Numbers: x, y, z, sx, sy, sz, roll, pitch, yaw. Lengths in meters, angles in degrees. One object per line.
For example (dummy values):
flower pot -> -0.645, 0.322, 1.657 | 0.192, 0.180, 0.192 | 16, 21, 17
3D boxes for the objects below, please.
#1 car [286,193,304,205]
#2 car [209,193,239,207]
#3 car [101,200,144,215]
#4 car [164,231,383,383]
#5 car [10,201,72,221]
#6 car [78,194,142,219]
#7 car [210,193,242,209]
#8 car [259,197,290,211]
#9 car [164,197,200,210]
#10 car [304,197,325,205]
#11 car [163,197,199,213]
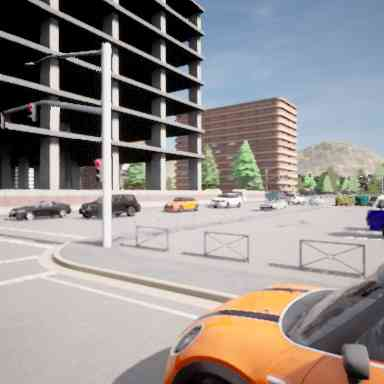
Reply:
car -> 17.978, 1.199, 57.979 | 2.150, 2.045, 5.566 | 0, 0, 35
car -> 5.018, 1.211, 52.047 | 2.150, 2.045, 5.566 | 0, 0, 36
car -> -7.244, 1.554, 34.819 | 1.994, 1.385, 4.181 | 0, 0, 35
car -> 1.937, 1.351, 2.611 | 4.553, 1.767, 2.097 | 0, 0, 36
car -> -12.400, 1.481, 27.555 | 2.128, 1.511, 4.902 | 0, 0, 36
car -> -7.091, 1.205, 28.976 | 2.150, 2.045, 5.566 | 0, 0, 35
car -> 4.894, 1.205, 45.865 | 2.150, 2.045, 5.566 | 0, 0, 36
car -> 9.938, 1.572, 40.564 | 1.895, 1.301, 4.718 | 0, 0, 35
car -> -1.204, 1.481, 43.334 | 2.128, 1.511, 4.902 | 0, 0, 35
car -> 20.987, 1.496, 56.195 | 1.812, 1.442, 4.674 | 0, 0, 35
car -> -1.198, 1.335, 37.292 | 2.097, 1.767, 4.553 | 0, 0, 35
